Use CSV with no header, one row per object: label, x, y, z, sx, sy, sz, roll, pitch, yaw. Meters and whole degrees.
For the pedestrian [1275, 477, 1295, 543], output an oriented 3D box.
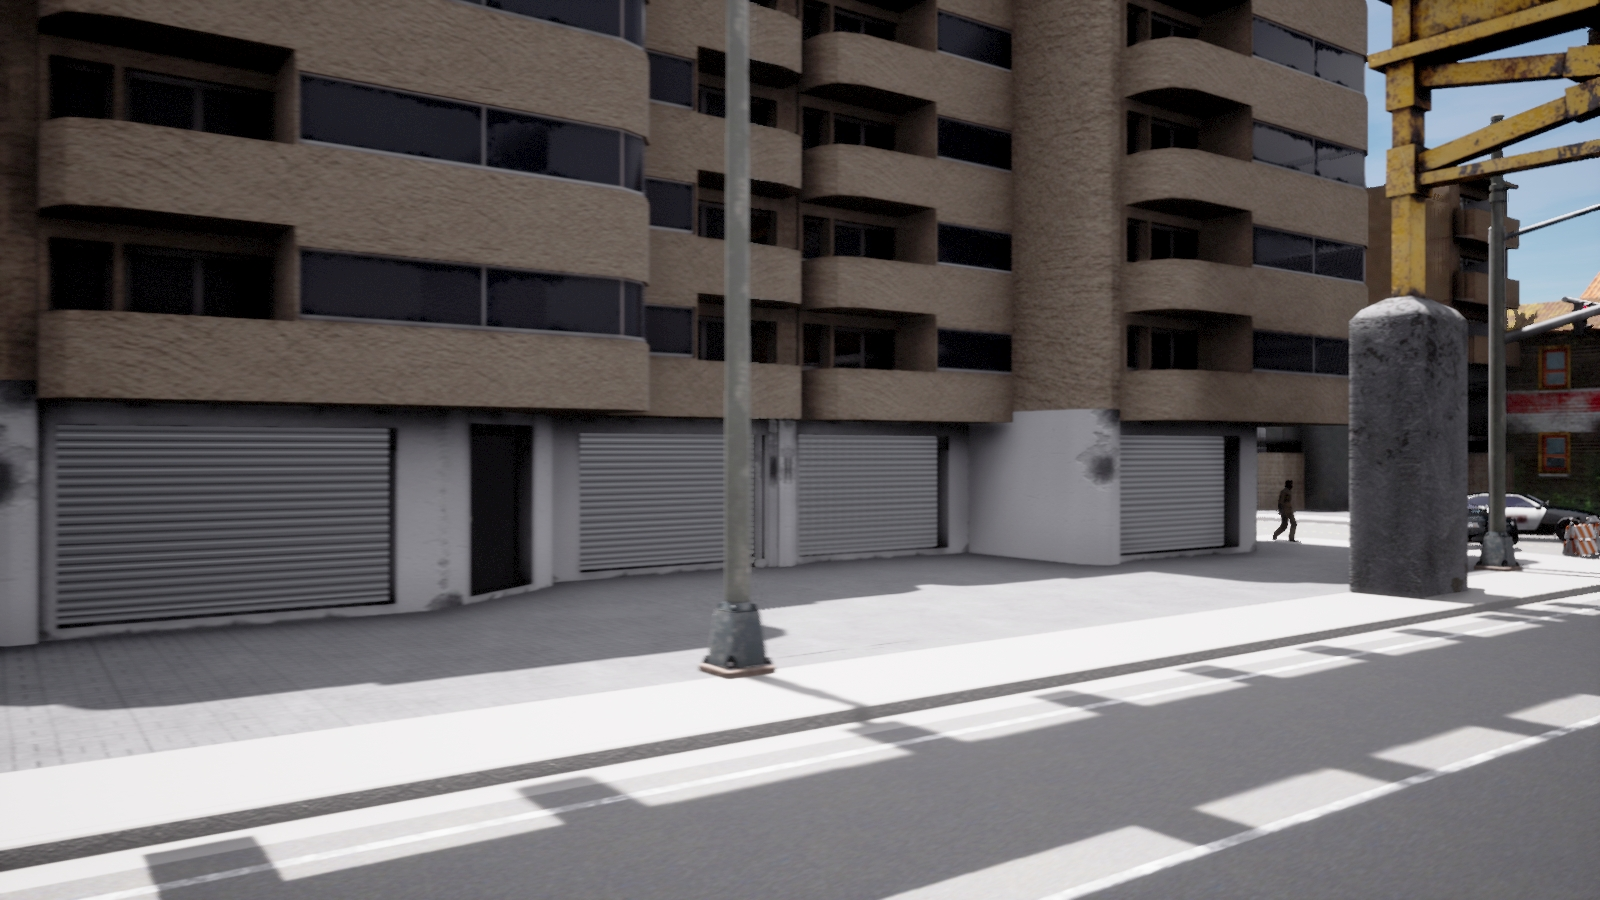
pedestrian,13.901,1.705,32.732,0.375,1.860,0.375,0,0,-32
